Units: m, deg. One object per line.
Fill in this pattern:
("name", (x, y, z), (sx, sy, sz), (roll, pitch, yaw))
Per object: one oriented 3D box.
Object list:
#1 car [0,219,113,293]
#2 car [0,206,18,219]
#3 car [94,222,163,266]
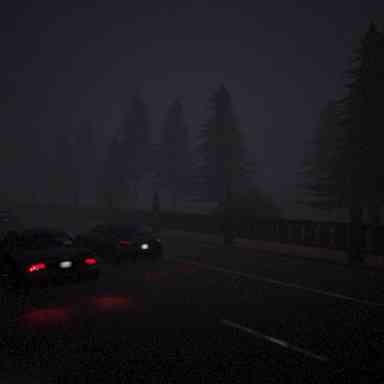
("car", (-4.552, 1.713, 9.445), (2.033, 1.411, 5.357), (3, -2, -42))
("car", (-15.355, 1.880, 26.499), (2.128, 1.511, 4.902), (3, -2, -42))
("car", (-2.967, 1.856, 12.911), (1.994, 1.385, 4.181), (3, -2, -42))
